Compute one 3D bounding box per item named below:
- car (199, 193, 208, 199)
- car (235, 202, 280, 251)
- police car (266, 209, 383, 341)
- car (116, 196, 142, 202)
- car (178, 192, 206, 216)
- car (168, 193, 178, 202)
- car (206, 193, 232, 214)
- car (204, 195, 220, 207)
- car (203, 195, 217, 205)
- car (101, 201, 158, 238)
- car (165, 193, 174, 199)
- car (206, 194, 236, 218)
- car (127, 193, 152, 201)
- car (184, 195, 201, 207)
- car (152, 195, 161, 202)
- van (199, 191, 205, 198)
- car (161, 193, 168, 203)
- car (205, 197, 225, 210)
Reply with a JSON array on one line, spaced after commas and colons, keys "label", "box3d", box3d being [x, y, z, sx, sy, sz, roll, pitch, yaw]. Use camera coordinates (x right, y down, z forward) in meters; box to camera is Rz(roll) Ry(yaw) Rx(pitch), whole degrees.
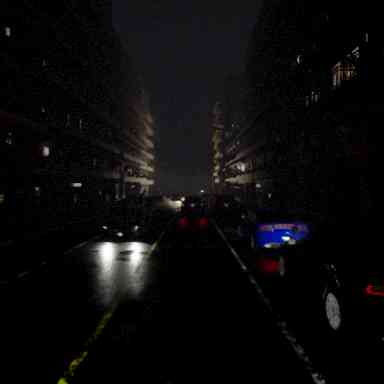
[{"label": "car", "box3d": [2.679, 0.978, 78.849, 1.802, 1.307, 4.206, -1, 0, 0]}, {"label": "car", "box3d": [3.139, 1.379, 13.642, 1.882, 1.535, 5.008, 0, 0, 0]}, {"label": "police car", "box3d": [3.133, 1.376, 6.750, 1.930, 1.638, 5.238, 0, 0, 0]}, {"label": "car", "box3d": [-5.703, 1.344, 27.811, 1.887, 1.381, 4.507, -1, 0, 0]}, {"label": "car", "box3d": [0.070, 1.135, 29.830, 2.097, 1.767, 4.553, 0, 0, 0]}, {"label": "car", "box3d": [-2.999, 0.913, 62.125, 2.097, 1.767, 4.553, 0, 0, 0]}, {"label": "car", "box3d": [2.640, 1.071, 33.533, 2.192, 1.841, 5.009, -1, 0, 0]}, {"label": "car", "box3d": [2.645, 1.213, 44.863, 1.887, 1.381, 4.507, -1, 0, 0]}, {"label": "car", "box3d": [2.651, 1.190, 50.527, 1.947, 1.339, 4.313, -1, 0, 0]}, {"label": "car", "box3d": [-3.101, 1.425, 17.009, 2.033, 1.411, 5.357, 0, 0, 0]}, {"label": "car", "box3d": [-5.701, 0.900, 84.458, 2.008, 1.369, 4.403, -1, 0, 0]}, {"label": "car", "box3d": [2.640, 1.113, 27.868, 2.192, 1.841, 5.009, -1, 0, 0]}, {"label": "car", "box3d": [-5.707, 1.072, 33.473, 2.192, 1.841, 5.009, -1, 0, 0]}, {"label": "car", "box3d": [0.082, 1.163, 44.457, 2.128, 1.511, 4.902, 0, 0, 0]}, {"label": "car", "box3d": [-5.703, 1.214, 44.804, 1.887, 1.381, 4.507, -1, 0, 0]}, {"label": "van", "box3d": [2.676, 0.641, 90.176, 1.690, 1.788, 3.998, -1, 1, 0]}, {"label": "car", "box3d": [-5.702, 1.146, 56.134, 1.947, 1.339, 4.313, -1, 0, 0]}, {"label": "car", "box3d": [2.645, 1.278, 39.199, 1.947, 1.339, 4.313, -1, 0, 0]}]
